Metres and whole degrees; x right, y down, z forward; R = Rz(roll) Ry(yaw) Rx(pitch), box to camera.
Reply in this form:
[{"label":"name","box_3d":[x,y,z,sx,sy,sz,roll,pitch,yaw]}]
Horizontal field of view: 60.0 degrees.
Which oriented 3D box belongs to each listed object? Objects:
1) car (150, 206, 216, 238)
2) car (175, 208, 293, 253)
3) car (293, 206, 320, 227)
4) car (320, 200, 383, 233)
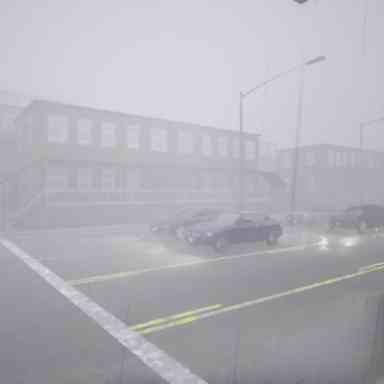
[{"label":"car","box_3d":[0.191,1.507,17.015,4.892,1.490,1.837,0,0,-35]},{"label":"car","box_3d":[1.867,1.528,13.914,4.674,1.442,1.812,0,0,-35]},{"label":"car","box_3d":[8.547,1.606,22.971,4.718,1.301,1.895,0,0,-35]},{"label":"car","box_3d":[10.089,1.482,19.773,5.008,1.535,1.882,0,0,-36]}]
